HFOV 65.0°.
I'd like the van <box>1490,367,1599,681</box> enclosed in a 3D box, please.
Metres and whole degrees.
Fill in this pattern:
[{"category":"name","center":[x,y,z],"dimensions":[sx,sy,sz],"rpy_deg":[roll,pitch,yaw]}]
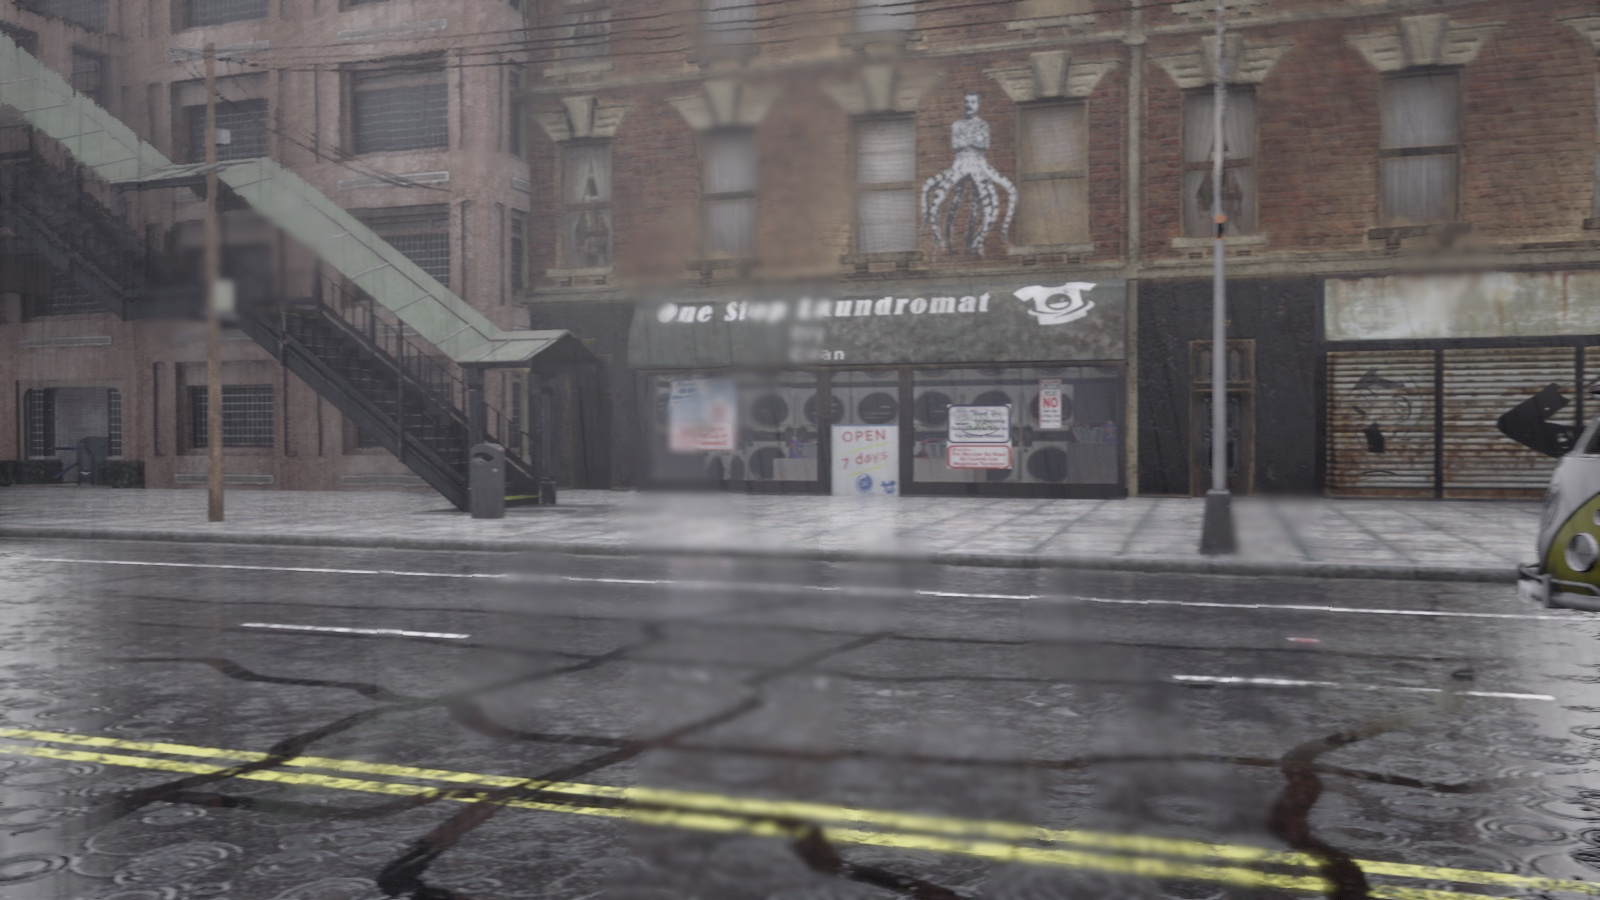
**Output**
[{"category":"van","center":[7.171,0.476,8.162],"dimensions":[4.442,1.987,1.775],"rpy_deg":[1,1,19]}]
